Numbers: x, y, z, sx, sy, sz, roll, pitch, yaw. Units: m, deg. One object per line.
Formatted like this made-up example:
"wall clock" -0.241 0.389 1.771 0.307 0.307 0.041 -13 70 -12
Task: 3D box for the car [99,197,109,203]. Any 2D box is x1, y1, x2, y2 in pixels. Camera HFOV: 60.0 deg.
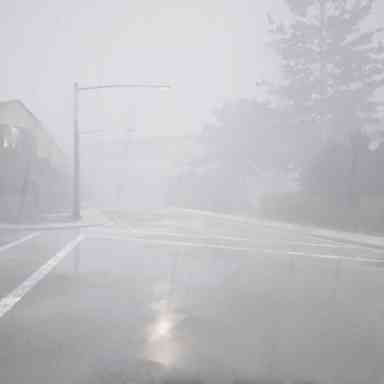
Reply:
"car" -19.020 1.623 71.934 1.895 1.301 4.718 0 0 -11
